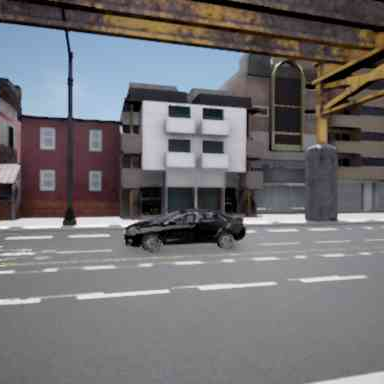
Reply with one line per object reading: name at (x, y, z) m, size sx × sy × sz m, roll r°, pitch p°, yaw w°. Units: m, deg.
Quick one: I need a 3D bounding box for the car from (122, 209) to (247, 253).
car at (-0.259, 1.445, 13.232) m, size 4.902 × 1.511 × 2.128 m, roll 0°, pitch 0°, yaw -15°
